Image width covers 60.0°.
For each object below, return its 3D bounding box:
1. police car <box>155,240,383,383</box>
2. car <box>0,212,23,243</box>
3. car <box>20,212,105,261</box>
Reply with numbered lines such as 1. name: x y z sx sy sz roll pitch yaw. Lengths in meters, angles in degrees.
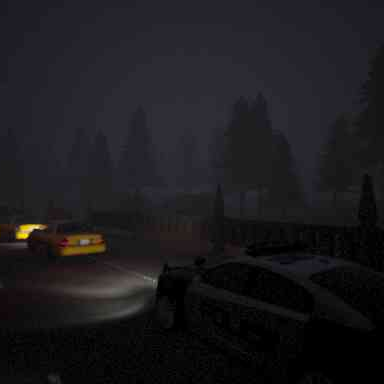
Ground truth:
1. police car: 1.139 1.564 4.958 1.930 1.638 5.238 1 -2 -34
2. car: -9.751 1.911 18.794 1.801 1.575 5.366 2 -2 -43
3. car: -5.430 1.799 13.833 1.801 1.575 5.366 1 -2 -39
